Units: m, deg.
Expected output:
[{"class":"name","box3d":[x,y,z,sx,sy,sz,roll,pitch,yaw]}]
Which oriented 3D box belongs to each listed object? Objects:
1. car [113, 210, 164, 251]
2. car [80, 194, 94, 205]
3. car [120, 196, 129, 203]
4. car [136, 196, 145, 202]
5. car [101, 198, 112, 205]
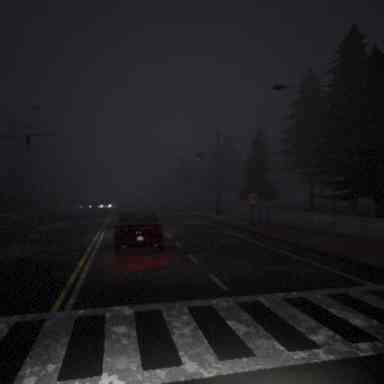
[{"class":"car","box3d":[-2.351,1.503,14.383,1.882,1.535,5.008,0,0,-11]},{"class":"car","box3d":[-19.552,1.398,62.033,2.150,2.045,5.566,0,0,-11]},{"class":"car","box3d":[-15.506,1.608,76.920,1.882,1.535,5.008,0,0,-12]},{"class":"car","box3d":[-12.080,1.631,77.637,2.128,1.511,4.902,0,0,-12]},{"class":"car","box3d":[-16.052,1.753,62.403,1.895,1.301,4.718,0,0,-11]}]
